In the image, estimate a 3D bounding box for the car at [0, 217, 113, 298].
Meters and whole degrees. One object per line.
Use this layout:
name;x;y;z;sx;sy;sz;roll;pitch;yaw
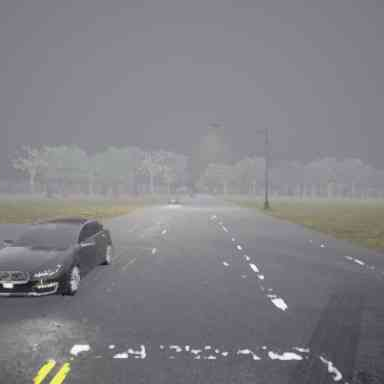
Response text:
car;-3.416;1.478;8.668;1.837;1.490;4.892;0;1;1

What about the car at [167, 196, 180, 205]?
car;-3.003;1.336;54.366;2.128;1.511;4.902;0;0;0
